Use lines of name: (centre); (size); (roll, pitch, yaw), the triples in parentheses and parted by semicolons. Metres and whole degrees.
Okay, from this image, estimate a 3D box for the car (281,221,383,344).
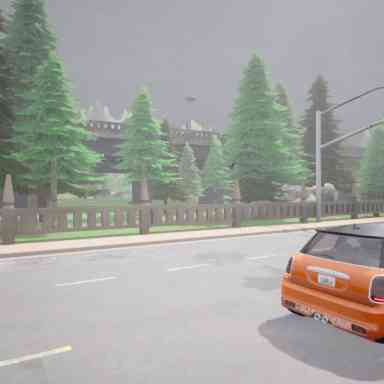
car: (3.850, 1.352, 6.131); (4.553, 1.767, 2.097); (0, 0, -31)
